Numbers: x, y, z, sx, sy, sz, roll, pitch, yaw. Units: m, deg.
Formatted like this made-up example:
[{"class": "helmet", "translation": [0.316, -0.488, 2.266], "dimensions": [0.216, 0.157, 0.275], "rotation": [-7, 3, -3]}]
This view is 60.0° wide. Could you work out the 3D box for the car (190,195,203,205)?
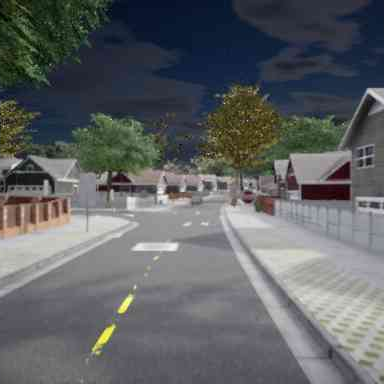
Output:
[{"class": "car", "translation": [0.764, 1.341, 53.213], "dimensions": [1.837, 1.490, 4.892], "rotation": [0, 3, 7]}]
